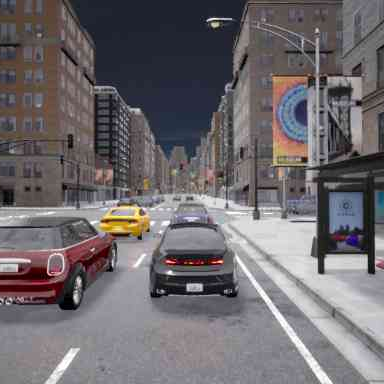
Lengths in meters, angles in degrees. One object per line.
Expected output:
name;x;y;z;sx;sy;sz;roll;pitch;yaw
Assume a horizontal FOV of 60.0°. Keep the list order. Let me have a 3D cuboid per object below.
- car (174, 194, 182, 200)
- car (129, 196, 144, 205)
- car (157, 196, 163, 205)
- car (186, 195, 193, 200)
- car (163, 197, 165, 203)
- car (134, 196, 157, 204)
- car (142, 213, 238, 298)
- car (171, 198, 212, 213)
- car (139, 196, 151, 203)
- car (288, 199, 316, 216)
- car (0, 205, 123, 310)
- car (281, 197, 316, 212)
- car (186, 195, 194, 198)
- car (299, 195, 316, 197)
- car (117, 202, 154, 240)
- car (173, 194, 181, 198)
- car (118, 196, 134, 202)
car;-3.887;1.369;92.006;2.128;1.511;4.902;0;0;0
car;-10.243;1.521;61.729;1.837;1.490;4.892;0;2;0
car;-7.001;1.548;61.064;1.812;1.442;4.674;0;0;0
car;-0.637;1.439;92.058;1.895;1.301;4.718;0;0;0
car;-7.004;1.575;72.428;1.994;1.385;4.181;0;0;0
car;-6.949;1.373;50.367;2.097;1.767;4.553;0;0;0
car;0.023;1.508;8.531;1.837;1.490;4.892;0;0;-1
car;-0.036;1.360;17.467;2.097;1.767;4.553;0;0;0
car;-10.258;1.618;73.017;1.895;1.301;4.718;0;0;0
car;11.934;1.603;32.374;4.181;1.385;1.994;0;-1;0
car;-3.221;1.355;7.960;2.097;1.767;4.553;0;0;-1
car;12.534;1.592;35.823;4.892;1.490;1.837;0;-1;-1
car;-0.566;1.489;81.609;1.882;1.535;5.008;0;0;0
car;13.405;1.355;39.084;5.566;2.045;2.150;0;-1;-1
car;-3.282;1.485;17.088;1.882;1.535;5.008;0;0;-1
car;-3.819;1.607;82.034;1.895;1.301;4.718;0;0;0
car;-10.206;1.585;51.393;1.994;1.385;4.181;0;0;0
